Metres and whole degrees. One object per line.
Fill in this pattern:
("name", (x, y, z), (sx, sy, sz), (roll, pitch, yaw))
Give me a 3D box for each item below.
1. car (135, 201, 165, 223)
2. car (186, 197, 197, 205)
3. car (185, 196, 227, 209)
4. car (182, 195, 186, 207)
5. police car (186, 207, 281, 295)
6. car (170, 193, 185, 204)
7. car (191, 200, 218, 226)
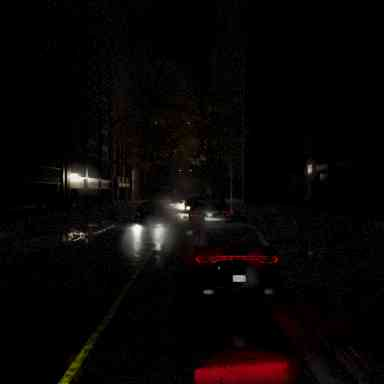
("car", (-3.145, 1.483, 25.768), (1.882, 1.535, 5.008), (0, 0, 0))
("car", (-0.104, 1.637, 60.141), (1.895, 1.301, 4.718), (0, 0, 0))
("car", (0.868, 1.227, 18.761), (2.150, 2.045, 5.566), (0, 0, 0))
("car", (-0.068, 1.545, 46.074), (1.812, 1.442, 4.674), (0, 0, 0))
("police car", (0.885, 1.425, 8.840), (1.930, 1.638, 5.238), (0, 0, 0))
("car", (-3.133, 1.266, 66.658), (2.150, 2.045, 5.566), (0, 0, 0))
("car", (0.857, 1.460, 24.920), (1.801, 1.575, 5.366), (0, 0, 0))
